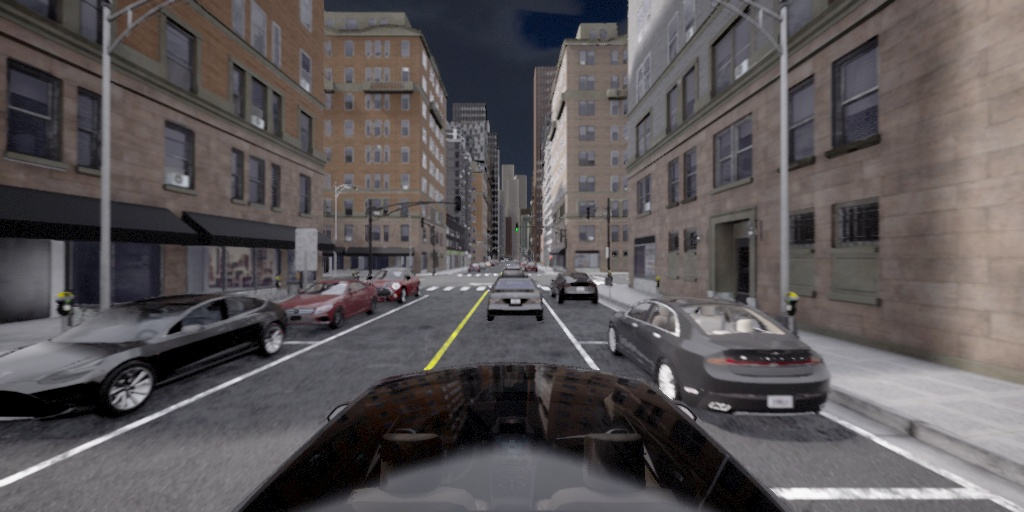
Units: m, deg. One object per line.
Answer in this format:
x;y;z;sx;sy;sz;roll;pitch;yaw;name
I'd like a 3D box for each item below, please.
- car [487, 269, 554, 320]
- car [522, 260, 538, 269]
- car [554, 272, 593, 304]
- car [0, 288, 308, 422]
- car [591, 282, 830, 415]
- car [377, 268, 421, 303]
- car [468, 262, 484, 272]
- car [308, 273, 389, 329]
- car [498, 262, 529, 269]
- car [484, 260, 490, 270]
0.099;1.379;12.912;2.033;1.411;5.357;0;0;0;car
2.886;1.606;54.087;1.967;1.591;4.097;0;0;0;car
2.856;1.428;16.999;1.948;1.339;4.313;0;0;0;car
-5.668;1.347;5.996;1.948;1.339;4.313;0;0;0;car
2.857;1.332;5.997;2.007;1.370;4.403;0;0;0;car
-5.670;1.302;16.998;1.967;1.591;4.097;0;0;0;car
-5.639;1.748;54.099;1.802;1.307;4.207;0;0;0;car
-5.669;1.403;11.497;1.802;1.307;4.207;0;0;0;car
0.096;1.496;32.074;2.128;1.511;4.902;0;-1;0;car
-5.620;1.815;64.915;2.007;1.370;4.403;0;0;0;car
